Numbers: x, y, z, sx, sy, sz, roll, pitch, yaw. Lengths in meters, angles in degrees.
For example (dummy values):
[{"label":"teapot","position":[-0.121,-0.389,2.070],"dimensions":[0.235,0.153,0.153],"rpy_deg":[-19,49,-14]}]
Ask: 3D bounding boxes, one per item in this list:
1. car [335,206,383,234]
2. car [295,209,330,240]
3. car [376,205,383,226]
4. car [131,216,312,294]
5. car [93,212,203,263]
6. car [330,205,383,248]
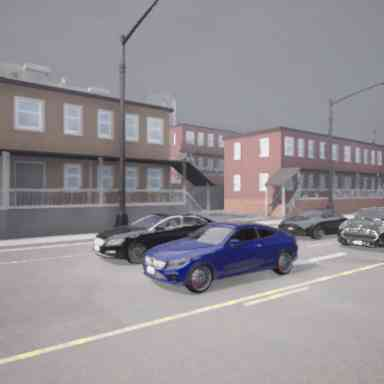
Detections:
[{"label":"car","position":[10.963,1.625,20.282],"dimensions":[4.718,1.301,1.895],"rpy_deg":[0,0,-35]},{"label":"car","position":[6.379,1.579,17.120],"dimensions":[4.181,1.385,1.994],"rpy_deg":[0,0,-35]},{"label":"car","position":[14.865,1.590,23.143],"dimensions":[4.181,1.385,1.994],"rpy_deg":[0,0,-35]},{"label":"car","position":[0.957,1.532,8.967],"dimensions":[4.674,1.442,1.812],"rpy_deg":[0,0,-35]},{"label":"car","position":[-0.989,1.498,11.876],"dimensions":[4.902,1.511,2.128],"rpy_deg":[0,0,-36]},{"label":"car","position":[8.214,1.367,14.131],"dimensions":[4.553,1.767,2.097],"rpy_deg":[0,0,-36]}]
